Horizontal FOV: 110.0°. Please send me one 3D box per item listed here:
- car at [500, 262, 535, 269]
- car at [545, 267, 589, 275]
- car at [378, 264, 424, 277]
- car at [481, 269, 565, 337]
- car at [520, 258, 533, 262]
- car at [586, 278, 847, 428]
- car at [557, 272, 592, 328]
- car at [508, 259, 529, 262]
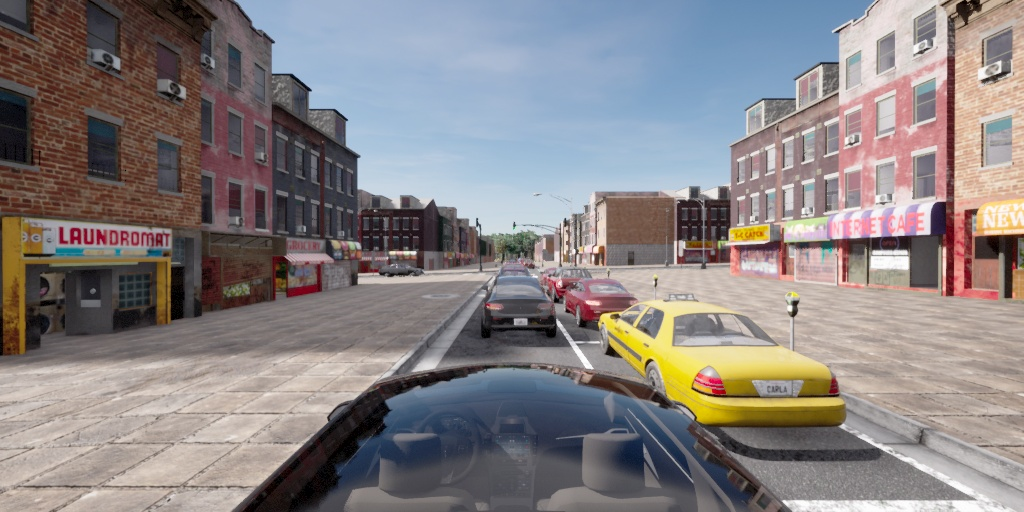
[{"bbox_3d":[0.112,1.248,17.504,2.128,1.511,4.902,0,0,0],"label":"car"},{"bbox_3d":[2.659,1.195,16.630,1.967,1.591,4.097,0,0,0],"label":"car"},{"bbox_3d":[-12.210,1.624,39.632,4.902,1.511,2.128,-2,0,0],"label":"car"},{"bbox_3d":[0.117,1.277,10.156,1.812,1.442,4.674,0,0,-2],"label":"car"},{"bbox_3d":[2.725,1.316,59.437,1.967,1.591,4.097,0,0,0],"label":"car"},{"bbox_3d":[2.643,1.275,5.867,1.751,1.417,4.829,0,0,0],"label":"car"},{"bbox_3d":[2.651,1.334,11.164,1.802,1.307,4.207,0,0,0],"label":"car"},{"bbox_3d":[0.100,1.249,27.427,1.882,1.535,5.008,0,0,0],"label":"car"}]
